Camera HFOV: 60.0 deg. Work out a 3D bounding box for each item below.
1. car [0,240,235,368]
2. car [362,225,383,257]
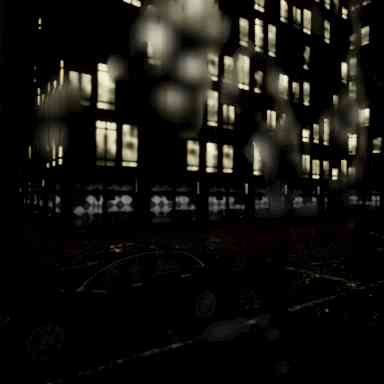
[{"bbox_3d":[-1.238,1.569,5.673,4.403,1.369,2.008,1,0,-36],"label":"car"},{"bbox_3d":[8.030,1.656,12.284,4.507,1.381,1.887,1,0,-35],"label":"car"}]
